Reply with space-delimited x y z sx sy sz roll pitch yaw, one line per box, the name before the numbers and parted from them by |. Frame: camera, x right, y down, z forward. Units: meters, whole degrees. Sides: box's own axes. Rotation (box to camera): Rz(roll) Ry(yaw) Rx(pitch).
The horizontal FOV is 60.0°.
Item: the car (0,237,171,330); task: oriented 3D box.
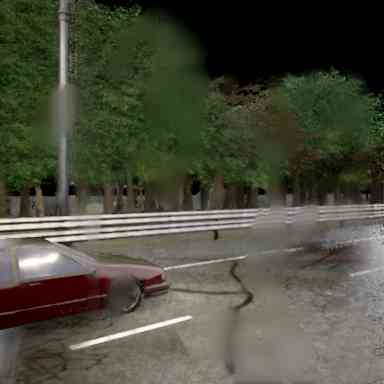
car | -3.054 1.542 5.841 5.357 1.411 2.033 0 0 -35
